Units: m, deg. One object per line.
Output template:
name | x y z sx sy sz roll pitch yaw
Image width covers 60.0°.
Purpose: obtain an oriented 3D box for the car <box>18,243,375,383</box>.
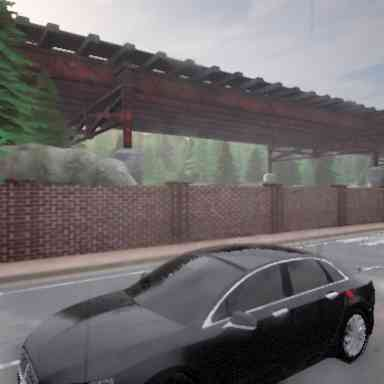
car | 0.496 1.502 4.317 4.892 1.490 1.837 0 0 -35
